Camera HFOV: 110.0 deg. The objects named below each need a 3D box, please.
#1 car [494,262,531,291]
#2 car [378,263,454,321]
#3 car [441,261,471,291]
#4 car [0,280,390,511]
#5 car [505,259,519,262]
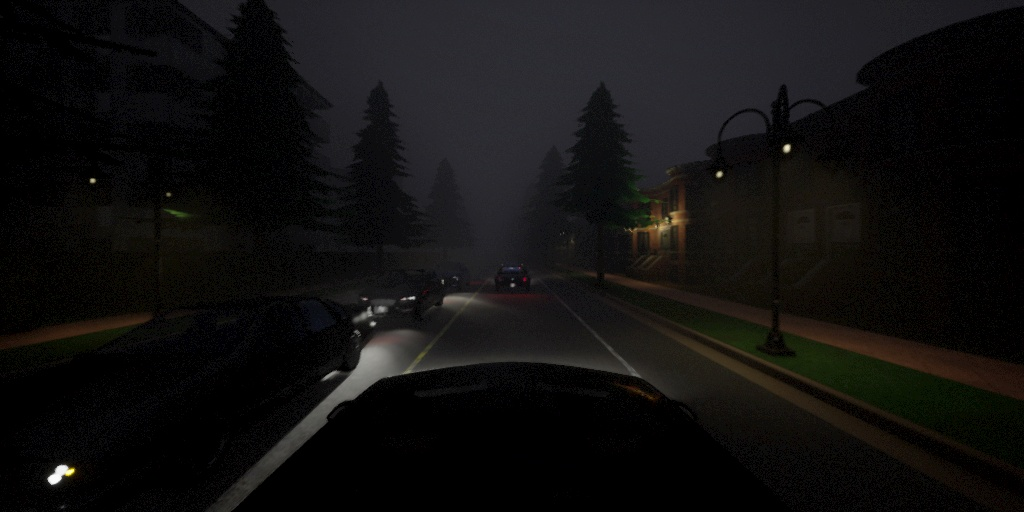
[{"bbox_3d":[0.039,1.188,20.345,1.895,1.301,4.718,0,1,0],"label":"car"},{"bbox_3d":[-3.512,1.158,12.100,2.128,1.511,4.902,0,1,0],"label":"car"},{"bbox_3d":[-3.545,1.068,20.658,1.882,1.535,5.008,0,1,0],"label":"car"},{"bbox_3d":[-3.601,1.276,4.815,2.033,1.411,5.357,0,0,0],"label":"car"},{"bbox_3d":[0.004,1.024,33.125,2.033,1.411,5.357,0,1,0],"label":"car"}]
